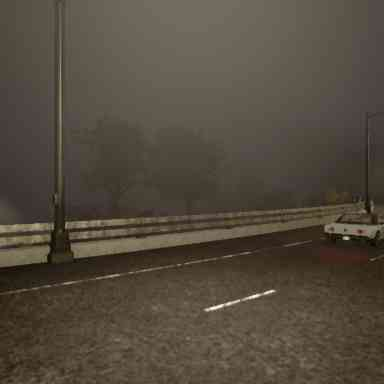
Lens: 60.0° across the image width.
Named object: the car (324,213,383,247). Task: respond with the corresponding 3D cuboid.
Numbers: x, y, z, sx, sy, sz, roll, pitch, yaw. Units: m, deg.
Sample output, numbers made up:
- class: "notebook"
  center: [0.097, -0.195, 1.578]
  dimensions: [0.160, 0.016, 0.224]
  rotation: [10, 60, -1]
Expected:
- class: "car"
  center: [7.944, 1.614, 15.200]
  dimensions: [4.718, 1.301, 1.895]
  rotation: [0, 0, -44]
